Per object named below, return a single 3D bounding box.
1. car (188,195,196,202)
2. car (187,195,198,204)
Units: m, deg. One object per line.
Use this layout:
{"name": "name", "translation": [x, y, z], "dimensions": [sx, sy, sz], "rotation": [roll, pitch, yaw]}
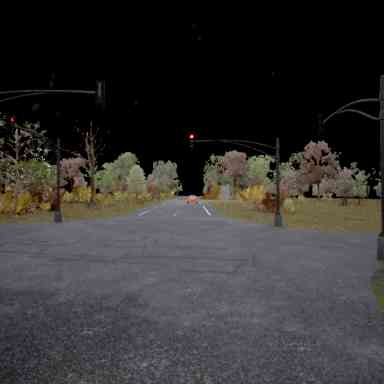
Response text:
{"name": "car", "translation": [0.080, 1.450, 77.994], "dimensions": [1.812, 1.442, 4.674], "rotation": [0, 0, 0]}
{"name": "car", "translation": [0.070, 1.424, 67.959], "dimensions": [2.097, 1.767, 4.553], "rotation": [0, 0, 0]}
